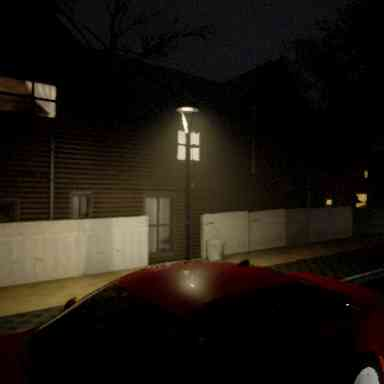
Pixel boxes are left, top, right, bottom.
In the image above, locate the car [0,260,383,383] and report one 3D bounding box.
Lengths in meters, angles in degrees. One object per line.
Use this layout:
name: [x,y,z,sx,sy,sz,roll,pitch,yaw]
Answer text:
car: [-0.125,1.478,2.983,5.008,1.535,1.882,0,0,-35]
